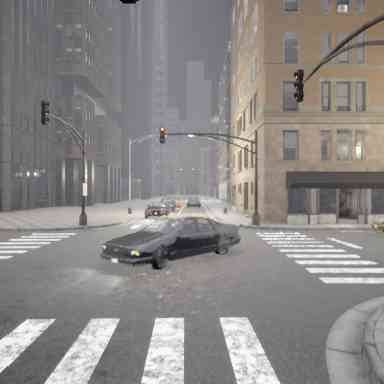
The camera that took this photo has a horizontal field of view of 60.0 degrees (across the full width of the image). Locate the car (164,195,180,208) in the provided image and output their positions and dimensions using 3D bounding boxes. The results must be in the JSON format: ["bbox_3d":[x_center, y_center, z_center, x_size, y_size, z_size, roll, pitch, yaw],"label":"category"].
[{"bbox_3d":[-2.886,1.368,49.167,2.097,1.767,4.553,0,0,0],"label":"car"}]

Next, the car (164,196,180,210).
[{"bbox_3d":[-2.932,1.505,39.268,2.128,1.511,4.902,0,0,0],"label":"car"}]

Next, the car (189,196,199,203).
[{"bbox_3d":[0.376,1.545,69.892,1.994,1.385,4.181,0,0,0],"label":"car"}]

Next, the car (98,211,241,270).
[{"bbox_3d":[-0.434,1.549,11.371,2.033,1.411,5.357,0,0,42],"label":"car"}]

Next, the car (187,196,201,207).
[{"bbox_3d":[0.303,1.579,51.154,1.994,1.385,4.181,0,0,0],"label":"car"}]

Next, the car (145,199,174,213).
[{"bbox_3d":[-2.978,1.573,29.414,1.994,1.385,4.181,0,0,0],"label":"car"}]

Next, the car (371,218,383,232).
[{"bbox_3d":[12.186,1.519,17.717,4.829,1.417,1.752,0,0,-1],"label":"car"}]
